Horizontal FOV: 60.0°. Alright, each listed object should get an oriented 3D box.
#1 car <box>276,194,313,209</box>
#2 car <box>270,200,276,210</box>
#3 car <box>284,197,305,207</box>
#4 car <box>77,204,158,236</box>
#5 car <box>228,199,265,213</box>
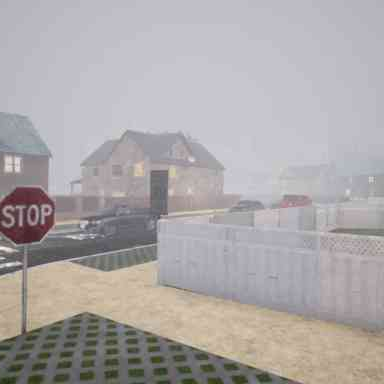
[{"bbox_3d":[10.495,1.254,33.067,2.150,2.045,5.566,2,1,31],"label":"car"},{"bbox_3d":[10.694,1.543,40.062,1.994,1.385,4.181,2,1,23],"label":"car"},{"bbox_3d":[16.907,1.555,55.168,2.033,1.411,5.357,1,0,3],"label":"car"},{"bbox_3d":[-3.923,1.444,18.406,2.128,1.511,4.902,2,1,37],"label":"car"},{"bbox_3d":[5.083,1.451,30.478,1.837,1.490,4.892,2,1,35],"label":"car"}]
